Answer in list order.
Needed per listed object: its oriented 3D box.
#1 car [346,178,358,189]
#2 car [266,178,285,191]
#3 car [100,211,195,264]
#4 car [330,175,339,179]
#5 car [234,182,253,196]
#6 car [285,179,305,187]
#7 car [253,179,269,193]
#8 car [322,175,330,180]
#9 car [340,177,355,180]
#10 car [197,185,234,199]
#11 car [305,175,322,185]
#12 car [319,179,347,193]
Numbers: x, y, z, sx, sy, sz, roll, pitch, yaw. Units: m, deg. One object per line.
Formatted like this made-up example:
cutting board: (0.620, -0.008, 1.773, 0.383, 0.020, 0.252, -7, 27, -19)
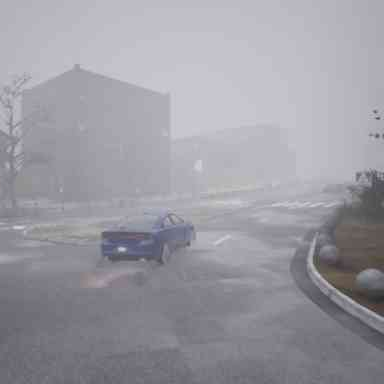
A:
car: (21.896, -0.631, 43.126, 1.812, 1.442, 4.674, 0, 4, 38)
car: (13.017, -1.324, 56.184, 2.435, 2.045, 5.566, 0, 4, 37)
car: (-1.328, 1.411, 11.803, 1.882, 1.535, 5.008, -1, 1, 15)
car: (35.450, -3.371, 85.594, 2.231, 1.521, 4.892, 0, 4, 38)
car: (6.148, -0.373, 47.215, 1.946, 1.575, 5.366, 0, 4, 37)
car: (19.723, -1.729, 64.957, 2.163, 1.488, 4.792, 0, 4, 37)
car: (9.500, -0.716, 51.594, 1.946, 1.575, 5.366, 0, 4, 37)
car: (29.771, -3.038, 78.080, 2.435, 2.045, 5.566, 0, 4, 37)
car: (24.947, -1.178, 52.491, 1.994, 1.385, 4.181, 0, 4, 38)
car: (2.790, -0.027, 42.844, 1.946, 1.575, 5.366, 0, 4, 38)
car: (26.450, -2.446, 73.741, 2.231, 1.521, 4.892, 0, 4, 37)
car: (19.121, -0.578, 44.851, 1.994, 1.385, 4.181, 0, 4, 38)
